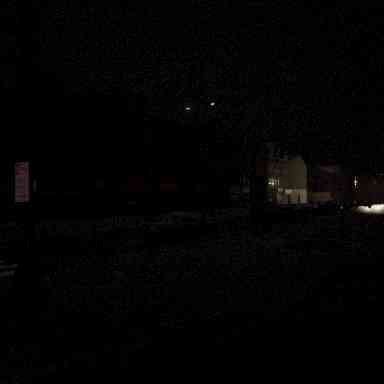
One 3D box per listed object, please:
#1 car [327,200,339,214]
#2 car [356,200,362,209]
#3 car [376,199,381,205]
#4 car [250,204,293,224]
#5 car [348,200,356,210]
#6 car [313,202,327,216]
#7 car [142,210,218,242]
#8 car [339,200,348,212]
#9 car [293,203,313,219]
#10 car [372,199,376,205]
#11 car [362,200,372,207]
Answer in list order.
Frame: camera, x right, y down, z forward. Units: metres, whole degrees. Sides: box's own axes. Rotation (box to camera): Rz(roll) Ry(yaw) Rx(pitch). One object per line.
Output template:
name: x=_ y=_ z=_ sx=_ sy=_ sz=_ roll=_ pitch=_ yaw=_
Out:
car: x=15.744 y=1.832 z=39.710 sx=1.887 sy=1.381 sz=4.507 roll=-1 pitch=-1 yaw=35
car: x=25.493 y=2.011 z=53.486 sx=2.008 sy=1.369 sz=4.403 roll=-1 pitch=-1 yaw=35
car: x=44.990 y=2.458 z=81.036 sx=2.008 sy=1.369 sz=4.403 roll=-2 pitch=-2 yaw=35
car: x=5.995 y=1.713 z=25.934 sx=1.947 sy=1.339 sz=4.313 roll=-1 pitch=-1 yaw=35
car: x=22.243 y=1.950 z=48.895 sx=2.008 sy=1.369 sz=4.403 roll=-1 pitch=-1 yaw=35
car: x=12.494 y=1.819 z=35.118 sx=1.802 sy=1.307 sz=4.206 roll=-1 pitch=-1 yaw=35
car: x=-0.407 y=1.597 z=16.889 sx=1.752 sy=1.417 sz=4.829 roll=-1 pitch=-1 yaw=35
car: x=18.992 y=1.782 z=44.304 sx=1.967 sy=1.590 sz=4.097 roll=-1 pitch=-1 yaw=35
car: x=9.244 y=1.741 z=30.526 sx=2.008 sy=1.369 sz=4.403 roll=-1 pitch=-1 yaw=35
car: x=35.242 y=2.209 z=67.262 sx=1.887 sy=1.381 sz=4.507 roll=-1 pitch=-2 yaw=35
car: x=31.993 y=2.144 z=62.671 sx=2.008 sy=1.369 sz=4.403 roll=-1 pitch=-1 yaw=35
